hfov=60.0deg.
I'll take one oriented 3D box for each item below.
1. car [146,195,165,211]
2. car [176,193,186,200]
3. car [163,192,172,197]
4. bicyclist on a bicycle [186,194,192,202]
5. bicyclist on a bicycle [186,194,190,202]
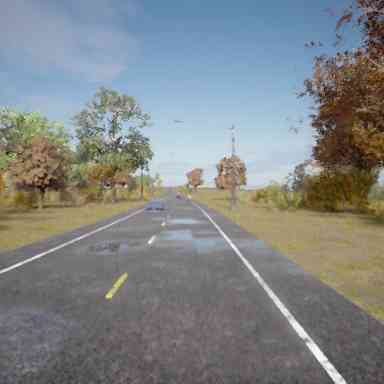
[{"bbox_3d":[-4.150,1.433,38.232,2.033,1.411,5.357,0,0,-2],"label":"car"},{"bbox_3d":[-2.618,1.252,84.379,2.128,1.511,4.902,0,0,-4],"label":"car"},{"bbox_3d":[-5.801,0.729,78.940,2.097,1.767,4.553,0,0,-3],"label":"car"},{"bbox_3d":[-0.352,1.255,59.547,0.866,1.612,1.509,0,0,-3],"label":"bicyclist on a bicycle"},{"bbox_3d":[-0.778,1.228,68.480,0.866,1.612,1.509,0,-1,-3],"label":"bicyclist on a bicycle"}]
